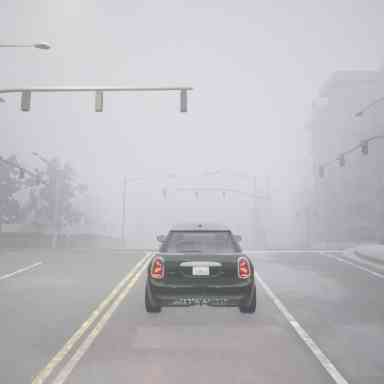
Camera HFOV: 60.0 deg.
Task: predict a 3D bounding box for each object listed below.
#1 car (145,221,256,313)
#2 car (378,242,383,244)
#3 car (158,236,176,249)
[{"bbox_3d":[0.177,1.486,8.130,2.097,1.767,4.553,0,-1,0],"label":"car"},{"bbox_3d":[17.219,4.278,26.174,4.892,1.490,1.837,5,-10,1],"label":"car"},{"bbox_3d":[-3.092,6.472,42.175,1.837,1.490,4.892,0,-10,1],"label":"car"}]
